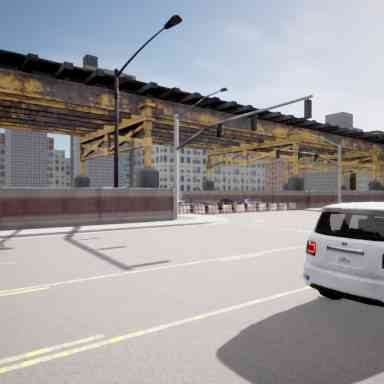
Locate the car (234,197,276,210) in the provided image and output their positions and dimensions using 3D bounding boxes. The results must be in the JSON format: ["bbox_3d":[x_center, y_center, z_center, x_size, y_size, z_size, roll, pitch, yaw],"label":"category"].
[{"bbox_3d":[8.085,1.453,43.000,4.974,1.542,2.038,0,0,-7],"label":"car"}]

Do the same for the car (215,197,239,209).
[{"bbox_3d":[4.181,1.295,39.299,1.853,1.218,4.536,0,0,18],"label":"car"}]

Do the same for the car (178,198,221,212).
[{"bbox_3d":[0.414,1.453,36.573,4.974,1.542,2.038,0,0,8],"label":"car"}]

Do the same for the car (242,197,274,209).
[{"bbox_3d":[8.033,1.295,42.993,4.536,1.218,1.853,0,0,-7],"label":"car"}]

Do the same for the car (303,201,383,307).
[{"bbox_3d":[4.766,1.221,7.157,5.566,2.045,2.150,0,0,-35],"label":"car"}]

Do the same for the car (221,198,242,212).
[{"bbox_3d":[4.166,1.453,39.249,2.038,1.542,4.974,0,0,18],"label":"car"}]

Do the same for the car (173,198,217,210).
[{"bbox_3d":[0.363,1.295,36.580,4.536,1.218,1.853,0,0,8],"label":"car"}]
